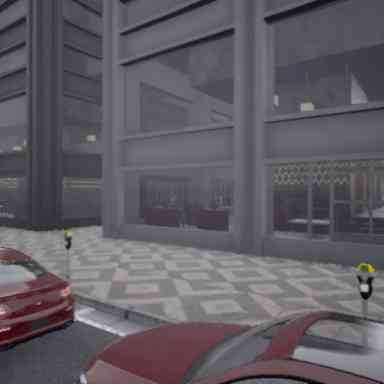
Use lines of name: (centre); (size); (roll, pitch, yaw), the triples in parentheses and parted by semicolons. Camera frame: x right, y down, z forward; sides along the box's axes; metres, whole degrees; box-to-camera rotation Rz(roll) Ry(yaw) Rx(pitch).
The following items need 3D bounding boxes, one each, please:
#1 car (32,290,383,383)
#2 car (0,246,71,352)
car: (0.908, 1.582, 2.313); (4.206, 1.307, 1.802); (0, 0, 36)
car: (-3.684, 1.585, 5.590); (4.206, 1.307, 1.802); (0, 0, 36)
